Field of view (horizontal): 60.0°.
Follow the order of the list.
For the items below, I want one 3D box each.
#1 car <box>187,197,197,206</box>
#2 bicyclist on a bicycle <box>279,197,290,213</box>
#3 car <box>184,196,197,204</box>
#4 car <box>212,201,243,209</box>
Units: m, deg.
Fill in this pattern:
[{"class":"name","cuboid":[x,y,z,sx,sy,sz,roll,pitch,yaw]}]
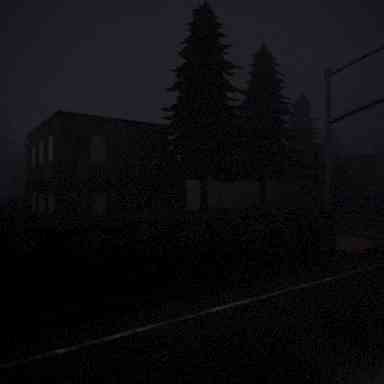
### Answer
[{"class":"car","cuboid":[-0.477,1.614,57.919,2.033,1.411,5.357,0,0,-3]},{"class":"bicyclist on a bicycle","cuboid":[9.706,1.381,34.912,1.656,1.620,0.582,-1,0,-29]},{"class":"car","cuboid":[-0.282,1.611,68.355,1.994,1.385,4.181,0,0,9]},{"class":"car","cuboid":[3.601,1.625,31.094,1.812,1.442,4.674,0,0,-28]}]
